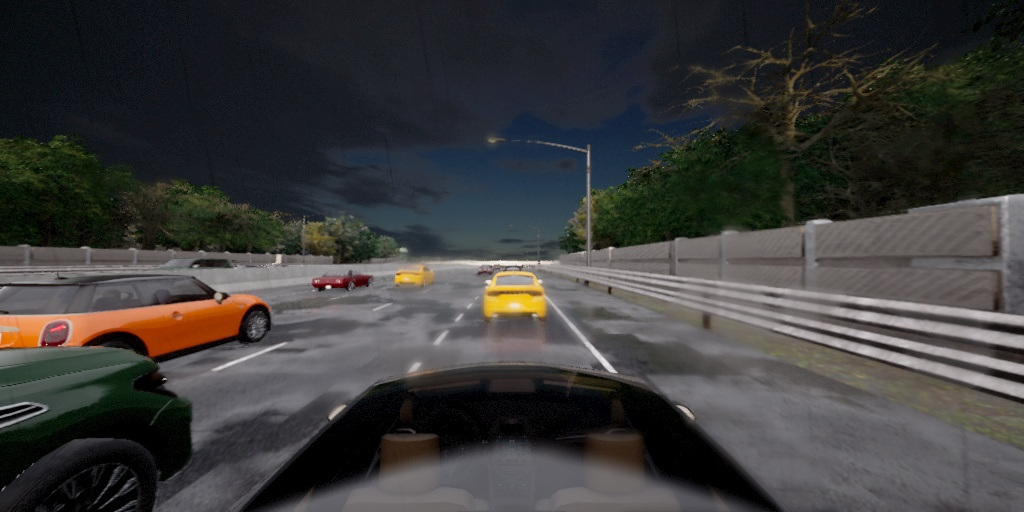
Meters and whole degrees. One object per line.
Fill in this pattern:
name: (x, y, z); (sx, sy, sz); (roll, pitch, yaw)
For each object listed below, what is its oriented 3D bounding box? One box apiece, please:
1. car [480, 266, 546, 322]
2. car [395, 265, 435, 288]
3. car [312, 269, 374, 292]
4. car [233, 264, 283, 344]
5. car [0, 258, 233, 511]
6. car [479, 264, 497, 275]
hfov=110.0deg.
car: (0.097, 1.280, 12.624); (1.882, 1.535, 5.008); (0, 0, 0)
car: (-6.907, 1.413, 26.022); (1.882, 1.535, 5.008); (0, -1, 0)
car: (-10.406, 1.494, 22.548); (1.895, 1.301, 4.718); (0, -1, 0)
car: (-6.901, 1.120, 6.867); (2.097, 1.767, 4.553); (0, 0, 0)
car: (-3.499, 0.968, 0.302); (2.150, 2.045, 5.566); (0, 0, 0)
car: (-3.513, 1.878, 48.960); (2.033, 1.411, 5.357); (0, -1, 0)
